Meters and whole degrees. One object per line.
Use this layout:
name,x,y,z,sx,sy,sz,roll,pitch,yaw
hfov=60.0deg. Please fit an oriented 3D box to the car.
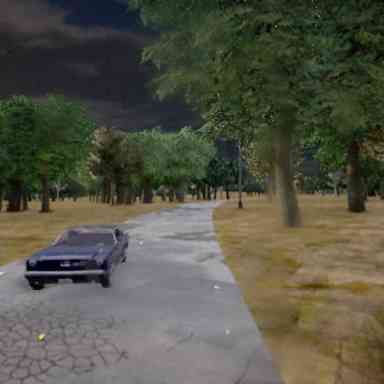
car,-2.936,1.650,9.453,1.895,1.301,4.718,0,0,-5
